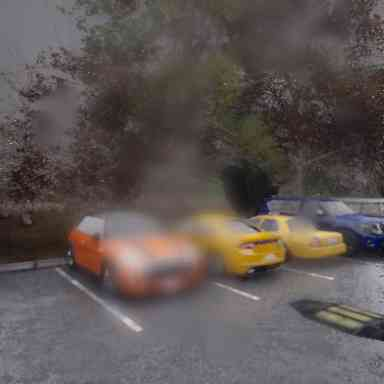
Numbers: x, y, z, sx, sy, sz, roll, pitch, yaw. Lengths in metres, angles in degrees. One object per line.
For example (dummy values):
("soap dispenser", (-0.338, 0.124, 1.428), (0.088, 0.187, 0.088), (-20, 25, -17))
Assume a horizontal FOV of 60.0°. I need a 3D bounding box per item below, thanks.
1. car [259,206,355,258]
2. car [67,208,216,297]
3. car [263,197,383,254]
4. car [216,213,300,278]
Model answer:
("car", (2.817, 1.499, 12.296), (1.946, 1.575, 5.366), (0, 0, -35))
("car", (-1.729, 1.373, 8.865), (2.185, 1.767, 4.553), (0, 0, -35))
("car", (5.208, 1.250, 13.740), (2.435, 2.045, 5.566), (0, 0, -35))
("car", (0.560, 1.503, 10.452), (2.097, 1.535, 5.008), (0, 0, -35))
